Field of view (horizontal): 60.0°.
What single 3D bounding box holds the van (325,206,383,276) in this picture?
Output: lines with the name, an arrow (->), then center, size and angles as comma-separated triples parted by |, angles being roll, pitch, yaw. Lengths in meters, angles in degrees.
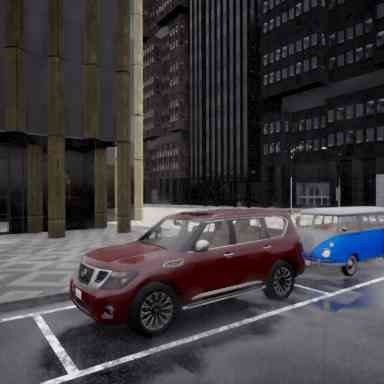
van -> 4.712, 1.340, 10.023 | 3.998, 1.788, 1.690 | 0, 0, -36

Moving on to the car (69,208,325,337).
car -> 0.216, 1.315, 6.813 | 5.009, 1.841, 2.192 | 0, 0, -36
